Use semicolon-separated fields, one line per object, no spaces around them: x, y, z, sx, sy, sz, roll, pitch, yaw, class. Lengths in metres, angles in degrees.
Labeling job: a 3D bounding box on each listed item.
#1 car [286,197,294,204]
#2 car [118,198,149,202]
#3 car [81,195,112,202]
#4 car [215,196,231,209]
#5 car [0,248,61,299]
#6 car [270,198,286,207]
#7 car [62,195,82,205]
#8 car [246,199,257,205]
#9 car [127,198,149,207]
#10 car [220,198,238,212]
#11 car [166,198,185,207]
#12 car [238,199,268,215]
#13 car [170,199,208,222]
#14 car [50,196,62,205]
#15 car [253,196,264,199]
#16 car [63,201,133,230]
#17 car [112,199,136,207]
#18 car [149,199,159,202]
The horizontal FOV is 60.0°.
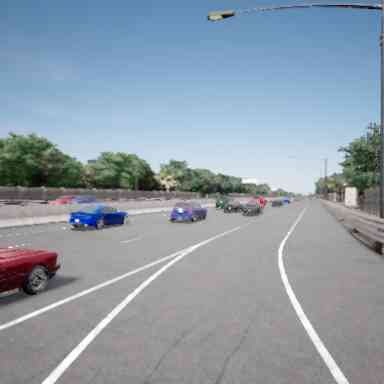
26.239;2.525;91.799;1.882;1.535;5.008;0;-1;20;car
-8.620;1.904;46.856;2.033;1.411;5.357;0;-1;21;car
-12.638;1.675;46.099;2.097;1.767;4.553;0;-1;20;car
5.461;1.743;54.722;2.150;2.045;5.566;0;-1;20;car
-4.786;1.615;6.273;1.895;1.301;4.718;0;-1;20;car
17.447;2.233;67.304;1.837;1.490;4.892;0;-1;20;car
-15.640;1.538;48.046;2.150;2.045;5.566;0;0;21;car
14.257;2.348;79.125;1.812;1.442;4.674;0;-1;20;car
-10.158;1.993;63.013;1.837;1.490;4.892;0;1;20;car
5.655;1.961;44.999;1.812;1.442;4.674;0;-1;20;car
-3.027;2.012;62.158;1.882;1.535;5.008;0;0;20;car
7.241;1.884;39.112;2.128;1.511;4.902;0;-1;20;car
-0.180;1.602;29.004;2.097;1.767;4.553;0;-1;20;car
-18.670;1.537;49.912;2.150;2.045;5.566;0;0;20;car
13.164;1.902;65.738;2.150;2.045;5.566;0;-1;20;car
-6.201;1.632;22.747;1.882;1.535;5.008;0;-1;20;car
-13.243;2.029;64.762;2.033;1.411;5.357;0;-1;20;car
-7.008;2.063;61.469;1.994;1.385;4.181;0;-1;20;car
